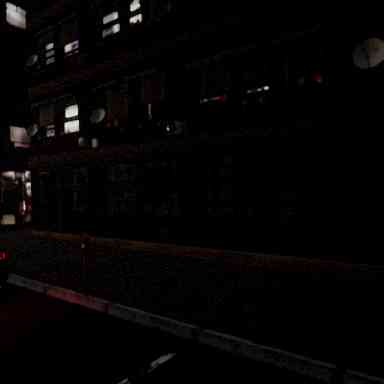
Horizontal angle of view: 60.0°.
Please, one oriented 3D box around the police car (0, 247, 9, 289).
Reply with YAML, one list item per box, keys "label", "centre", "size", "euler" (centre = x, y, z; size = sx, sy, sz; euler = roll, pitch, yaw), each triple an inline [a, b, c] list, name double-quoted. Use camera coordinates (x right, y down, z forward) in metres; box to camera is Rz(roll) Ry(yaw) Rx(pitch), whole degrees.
- label: "police car"
  centre: [-6.221, 1.418, 7.614]
  size: [5.238, 1.638, 1.930]
  euler: [0, 0, 35]
